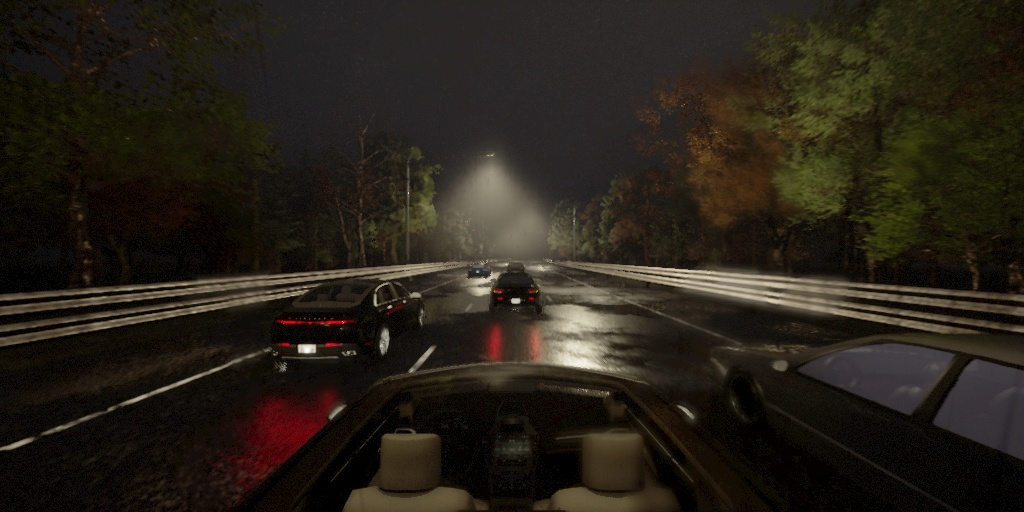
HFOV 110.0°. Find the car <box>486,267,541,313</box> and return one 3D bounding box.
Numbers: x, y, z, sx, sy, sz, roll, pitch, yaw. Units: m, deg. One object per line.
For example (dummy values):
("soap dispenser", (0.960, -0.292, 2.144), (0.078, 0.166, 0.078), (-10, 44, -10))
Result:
("car", (0.138, 1.326, 14.240), (1.812, 1.442, 4.674), (0, 0, 0))

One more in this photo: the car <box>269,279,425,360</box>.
("car", (-3.389, 1.282, 8.363), (1.837, 1.490, 4.892), (0, 0, 0))

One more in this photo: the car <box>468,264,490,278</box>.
("car", (-3.142, 1.441, 35.241), (1.994, 1.385, 4.181), (0, 0, 1))

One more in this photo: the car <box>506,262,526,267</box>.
("car", (0.395, 1.365, 37.612), (1.882, 1.535, 5.008), (0, 0, 1))

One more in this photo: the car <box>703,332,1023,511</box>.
("car", (3.605, 1.303, 2.562), (2.033, 1.411, 5.357), (0, 0, 0))
